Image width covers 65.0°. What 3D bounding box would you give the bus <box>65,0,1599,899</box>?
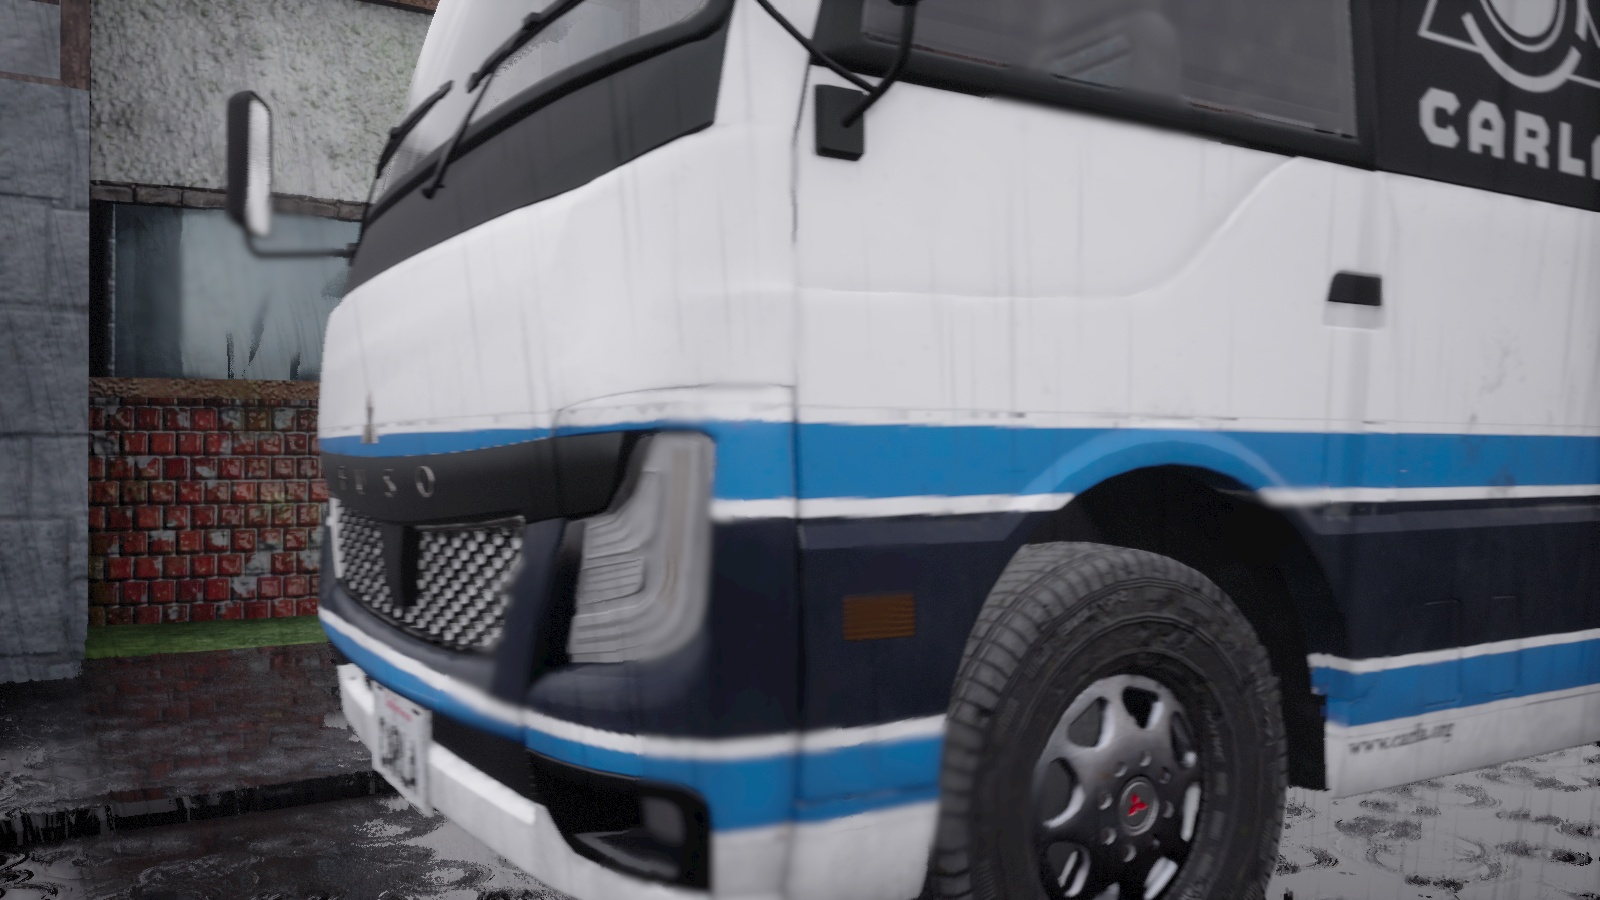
[{"bbox_3d":[2.545,-0.623,5.890,10.273,4.253,3.944,0,0,-31],"label":"bus"}]
